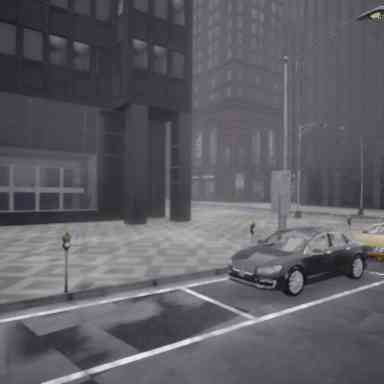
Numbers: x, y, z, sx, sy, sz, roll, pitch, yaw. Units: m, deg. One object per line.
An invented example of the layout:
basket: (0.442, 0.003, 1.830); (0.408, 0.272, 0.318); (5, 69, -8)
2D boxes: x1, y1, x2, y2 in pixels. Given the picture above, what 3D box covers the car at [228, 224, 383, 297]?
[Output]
car: (2.898, 1.624, 8.713); (4.403, 1.369, 2.008); (1, 0, -35)
